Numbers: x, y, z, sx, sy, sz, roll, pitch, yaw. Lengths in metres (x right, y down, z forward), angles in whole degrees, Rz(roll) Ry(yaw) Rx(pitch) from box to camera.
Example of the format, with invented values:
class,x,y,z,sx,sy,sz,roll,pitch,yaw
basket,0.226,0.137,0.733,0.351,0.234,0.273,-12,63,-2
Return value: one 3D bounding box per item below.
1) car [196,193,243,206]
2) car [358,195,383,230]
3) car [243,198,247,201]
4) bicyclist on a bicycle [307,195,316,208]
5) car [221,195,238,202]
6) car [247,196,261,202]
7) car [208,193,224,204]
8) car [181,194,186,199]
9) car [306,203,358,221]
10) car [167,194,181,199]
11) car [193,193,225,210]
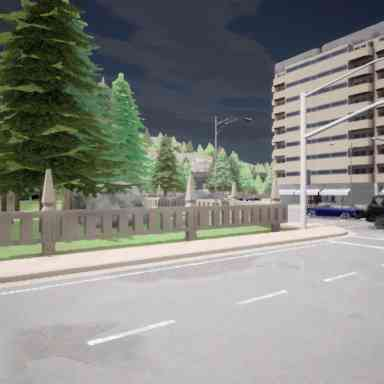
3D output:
class,x,y,z,sx,sy,sz,roll,pitch,yaw
car,2.482,1.168,34.326,2.150,2.045,5.566,0,0,-29
car,12.803,1.210,18.720,2.150,2.045,5.566,0,0,-35
car,9.173,1.492,67.886,2.033,1.411,5.357,0,0,20
bicyclist on a bicycle,15.252,1.245,42.431,1.656,1.620,0.582,0,0,-29
car,8.518,1.469,75.156,1.812,1.442,4.674,0,0,32
car,14.233,1.540,77.266,1.895,1.301,4.718,0,0,40
car,4.736,1.166,65.202,2.150,2.045,5.566,0,0,14
car,-2.316,1.076,67.131,1.882,1.535,5.008,0,0,14
car,11.429,1.545,26.858,1.895,1.301,4.718,0,0,-34
car,-3.158,1.422,51.498,1.882,1.535,5.008,0,0,-5
car,2.113,1.166,43.094,2.150,2.045,5.566,0,0,-19
